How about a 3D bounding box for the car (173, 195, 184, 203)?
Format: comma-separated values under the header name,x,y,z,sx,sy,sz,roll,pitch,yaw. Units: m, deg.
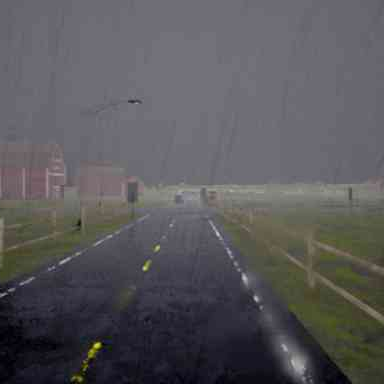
name,x,y,z,sx,sy,sz,roll,pitch,yaw
car,-2.750,1.326,67.984,2.097,1.767,4.553,0,0,0
